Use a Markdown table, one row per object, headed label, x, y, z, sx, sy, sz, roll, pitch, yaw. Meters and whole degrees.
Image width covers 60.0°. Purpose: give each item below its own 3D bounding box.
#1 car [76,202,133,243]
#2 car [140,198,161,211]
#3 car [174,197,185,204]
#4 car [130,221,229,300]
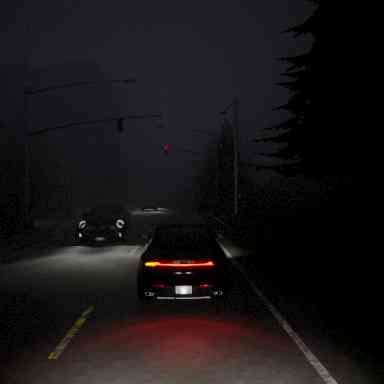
| label | x | y | z | sx | sy | sz | roll | pitch | yaw |
| --- | --- | --- | --- | --- | --- | --- | --- | --- | --- |
| car | -4.014 | 1.352 | 15.948 | 2.097 | 1.767 | 4.553 | 0 | 0 | -6 |
| car | -5.175 | 1.526 | 40.688 | 1.812 | 1.442 | 4.674 | 0 | 0 | -3 |
| car | -2.329 | 1.564 | 61.330 | 1.994 | 1.385 | 4.181 | 0 | 0 | -2 |
| car | -0.226 | 1.505 | 8.380 | 1.837 | 1.490 | 4.892 | 0 | 0 | -2 |
